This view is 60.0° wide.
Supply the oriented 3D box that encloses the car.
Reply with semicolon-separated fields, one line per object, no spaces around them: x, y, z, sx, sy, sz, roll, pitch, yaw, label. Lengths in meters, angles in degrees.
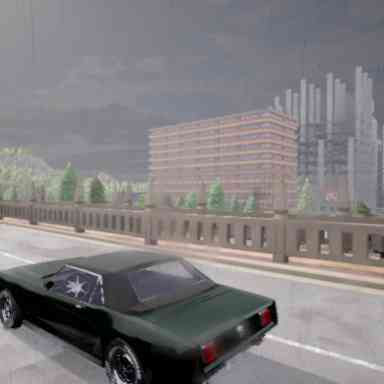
-1.246;1.593;5.136;4.718;1.301;1.895;0;0;39;car
